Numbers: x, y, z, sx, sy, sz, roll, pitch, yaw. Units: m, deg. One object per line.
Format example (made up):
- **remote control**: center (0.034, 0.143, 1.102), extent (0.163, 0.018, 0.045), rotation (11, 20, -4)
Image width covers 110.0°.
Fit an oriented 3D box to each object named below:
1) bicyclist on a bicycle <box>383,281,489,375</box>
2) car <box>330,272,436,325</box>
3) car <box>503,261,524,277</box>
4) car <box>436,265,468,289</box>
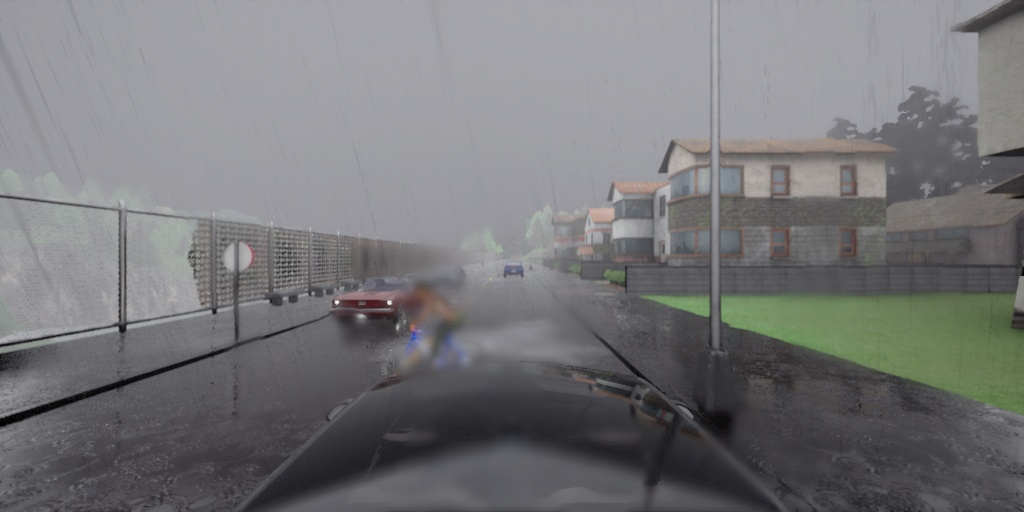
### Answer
- **bicyclist on a bicycle**: center (-1.191, 1.205, 5.522), extent (1.656, 1.620, 0.582), rotation (-2, 0, 0)
- **car**: center (-4.075, 1.363, 11.979), extent (1.895, 1.301, 4.718), rotation (0, 0, 0)
- **car**: center (0.178, 1.269, 35.992), extent (1.882, 1.535, 5.008), rotation (0, 0, 0)
- **car**: center (-4.037, 1.324, 23.575), extent (2.033, 1.411, 5.357), rotation (0, 0, 0)
